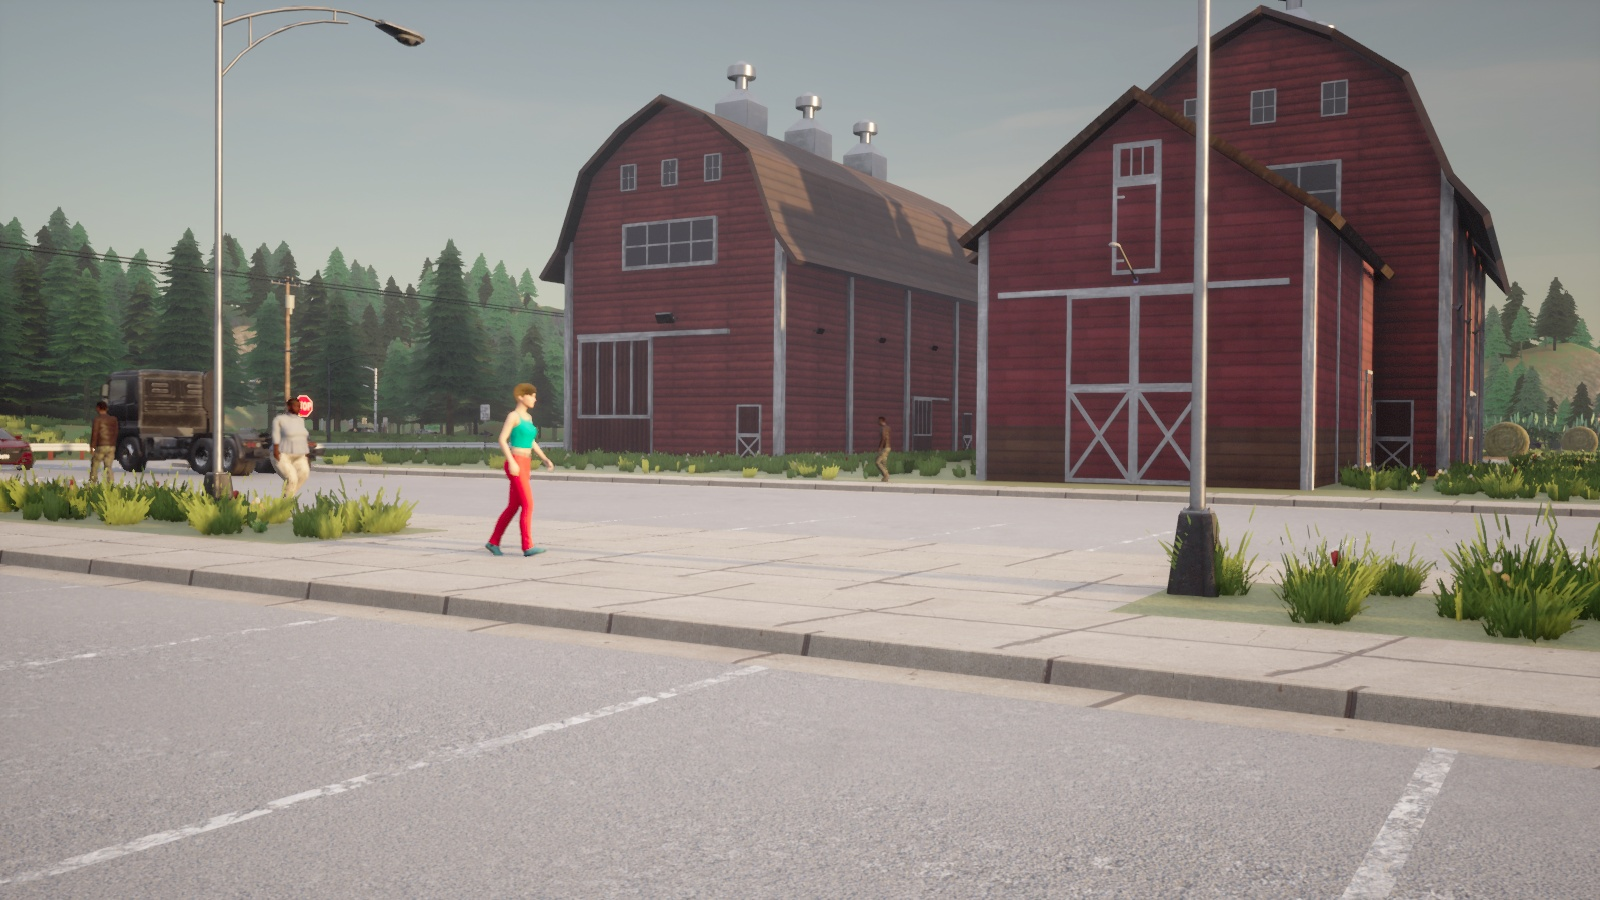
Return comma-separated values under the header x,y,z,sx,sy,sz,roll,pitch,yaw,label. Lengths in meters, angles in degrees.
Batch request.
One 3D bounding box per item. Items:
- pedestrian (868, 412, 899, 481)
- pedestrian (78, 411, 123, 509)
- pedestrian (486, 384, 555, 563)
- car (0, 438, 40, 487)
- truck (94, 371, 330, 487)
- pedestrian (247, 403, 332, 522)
x,y,z,sx,sy,sz,roll,pitch,yaw,label
2.256,-0.098,34.001,0.703,1.840,0.431,0,1,27,pedestrian
-13.352,0.180,23.972,0.703,1.840,0.431,0,1,31,pedestrian
-2.924,0.243,13.156,0.594,1.836,0.345,0,1,11,pedestrian
-27.052,0.388,41.423,5.008,1.535,1.882,0,1,40,car
-19.154,-0.634,40.768,7.936,3.462,2.891,0,1,30,truck
-8.187,0.186,20.147,0.900,1.855,0.874,0,1,29,pedestrian
